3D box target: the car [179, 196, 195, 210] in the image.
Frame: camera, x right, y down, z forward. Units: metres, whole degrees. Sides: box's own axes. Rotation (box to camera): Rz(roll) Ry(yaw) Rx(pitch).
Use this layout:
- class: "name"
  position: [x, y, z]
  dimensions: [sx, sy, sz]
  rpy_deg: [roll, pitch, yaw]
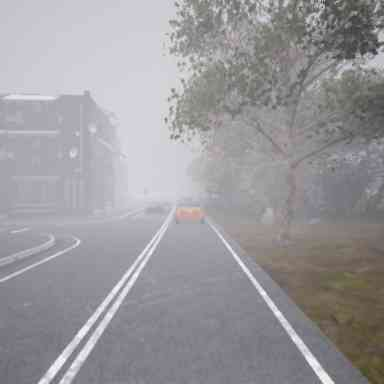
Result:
- class: "car"
  position: [-0.750, 1.416, 44.984]
  dimensions: [2.097, 1.767, 4.553]
  rpy_deg: [0, 0, -2]

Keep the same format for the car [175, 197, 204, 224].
- class: "car"
  position: [-0.198, 1.442, 25.948]
  dimensions: [2.097, 1.767, 4.553]
  rpy_deg: [0, 0, -1]

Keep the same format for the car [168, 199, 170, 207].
- class: "car"
  position: [-4.453, 1.535, 52.526]
  dimensions: [1.812, 1.442, 4.674]
  rpy_deg: [0, 0, -2]

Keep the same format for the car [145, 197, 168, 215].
- class: "car"
  position: [-3.892, 1.571, 35.811]
  dimensions: [1.882, 1.535, 5.008]
  rpy_deg: [0, 0, -2]
